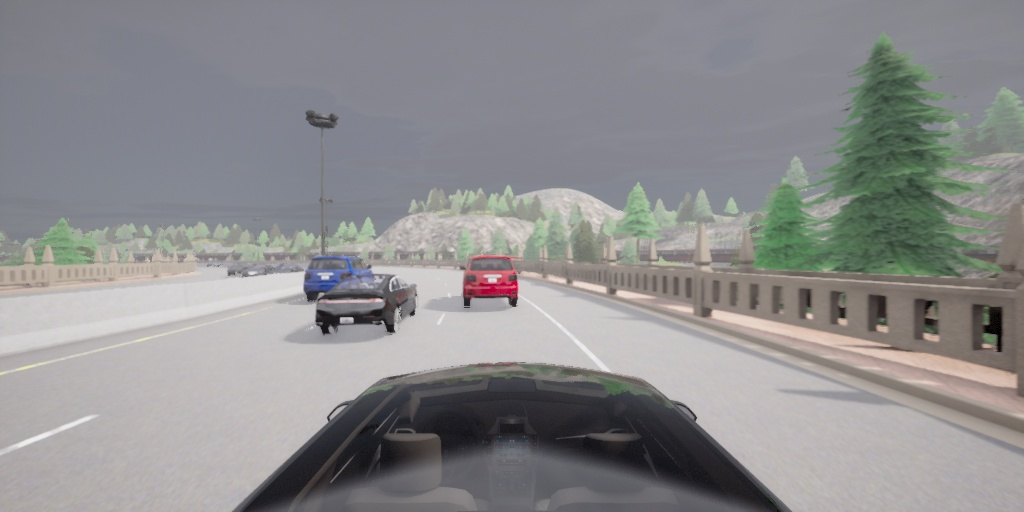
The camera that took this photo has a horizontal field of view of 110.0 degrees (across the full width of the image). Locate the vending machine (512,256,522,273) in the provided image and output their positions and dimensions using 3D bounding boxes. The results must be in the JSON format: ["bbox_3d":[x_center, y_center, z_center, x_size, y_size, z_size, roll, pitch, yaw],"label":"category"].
[{"bbox_3d":[0.553,1.003,41.116,1.100,2.100,0.880,0,0,-21],"label":"vending machine"}]

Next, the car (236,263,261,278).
[{"bbox_3d":[-24.547,1.468,34.877,2.128,1.511,4.902,0,0,-23],"label":"car"}]

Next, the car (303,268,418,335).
[{"bbox_3d":[-4.020,1.270,10.652,2.128,1.511,4.902,0,0,-5],"label":"car"}]

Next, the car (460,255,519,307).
[{"bbox_3d":[-1.081,0.992,15.798,2.150,2.045,5.566,0,0,-8],"label":"car"}]

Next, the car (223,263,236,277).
[{"bbox_3d":[-31.879,1.582,42.055,1.837,1.490,4.892,0,-1,-29],"label":"car"}]

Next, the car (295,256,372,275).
[{"bbox_3d":[-8.527,1.037,18.140,2.150,2.045,5.566,0,0,-10],"label":"car"}]

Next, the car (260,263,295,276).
[{"bbox_3d":[-19.145,1.410,30.471,2.128,1.511,4.902,0,0,-20],"label":"car"}]
